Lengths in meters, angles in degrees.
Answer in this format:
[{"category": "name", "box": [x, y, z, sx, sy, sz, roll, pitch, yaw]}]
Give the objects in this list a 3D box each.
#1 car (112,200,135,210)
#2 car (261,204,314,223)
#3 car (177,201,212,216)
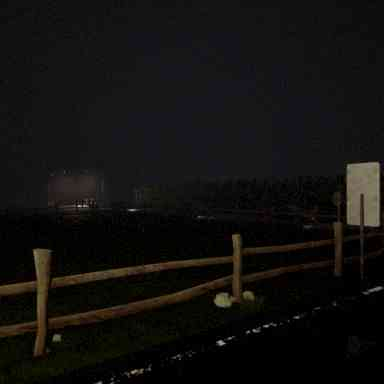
[{"category": "car", "box": [-10.598, 1.937, 51.302, 2.033, 1.411, 5.357, 0, 0, -35]}, {"category": "car", "box": [7.415, 1.653, 25.884, 1.812, 1.442, 4.674, 0, 0, -35]}, {"category": "car", "box": [0.203, 1.735, 36.026, 1.837, 1.490, 4.892, 0, -1, -36]}]
